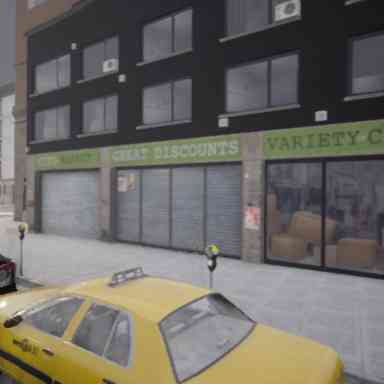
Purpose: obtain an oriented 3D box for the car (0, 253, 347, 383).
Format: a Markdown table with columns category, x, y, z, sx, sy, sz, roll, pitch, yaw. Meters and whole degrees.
| category | x | y | z | sx | sy | sz | roll | pitch | yaw |
| --- | --- | --- | --- | --- | --- | --- | --- | --- | --- |
| car | -0.903 | 1.522 | 3.735 | 4.829 | 1.417 | 1.752 | 0 | 1 | 35 |
